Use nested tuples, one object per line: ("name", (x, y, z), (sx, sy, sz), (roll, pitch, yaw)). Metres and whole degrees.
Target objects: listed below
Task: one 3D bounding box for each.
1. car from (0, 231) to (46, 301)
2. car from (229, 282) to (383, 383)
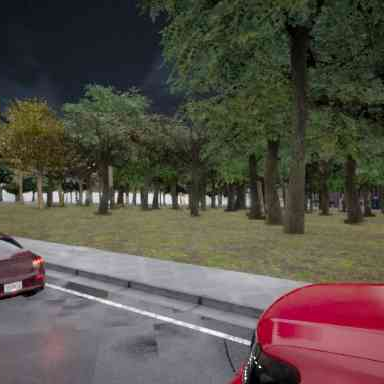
("car", (-5.051, 1.524, 7.273), (4.674, 1.442, 1.812), (0, 0, 36))
("car", (2.906, 1.222, 1.613), (5.566, 2.045, 2.150), (0, 0, 35))
